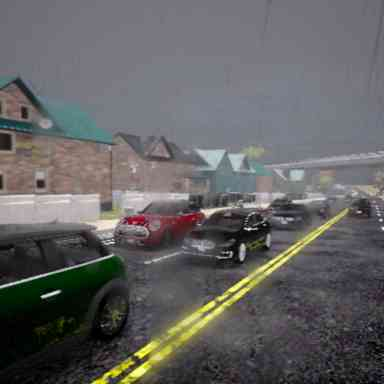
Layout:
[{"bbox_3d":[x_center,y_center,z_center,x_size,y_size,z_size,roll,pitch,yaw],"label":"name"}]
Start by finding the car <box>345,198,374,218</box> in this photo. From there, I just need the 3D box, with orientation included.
[{"bbox_3d":[15.408,1.557,30.474,1.812,1.442,4.674,2,1,29],"label":"car"}]

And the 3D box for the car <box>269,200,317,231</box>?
[{"bbox_3d":[6.256,1.442,20.552,1.812,1.442,4.674,2,1,28],"label":"car"}]

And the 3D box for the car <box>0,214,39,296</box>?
[{"bbox_3d":[-5.502,1.290,5.691,2.128,1.511,4.902,2,1,28],"label":"car"}]

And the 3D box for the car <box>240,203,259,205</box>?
[{"bbox_3d":[3.626,1.433,22.541,1.895,1.301,4.718,2,1,29],"label":"car"}]

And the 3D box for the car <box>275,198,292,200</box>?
[{"bbox_3d":[8.599,1.361,31.647,1.837,1.490,4.892,2,1,29],"label":"car"}]

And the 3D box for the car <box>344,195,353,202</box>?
[{"bbox_3d":[32.889,1.389,69.629,1.837,1.490,4.892,2,1,28],"label":"car"}]

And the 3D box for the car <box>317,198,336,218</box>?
[{"bbox_3d":[11.331,1.488,29.863,2.033,1.411,5.357,2,1,29],"label":"car"}]

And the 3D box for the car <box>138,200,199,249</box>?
[{"bbox_3d":[-1.109,1.166,13.796,2.097,1.767,4.553,2,1,28],"label":"car"}]

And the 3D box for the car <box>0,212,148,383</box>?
[{"bbox_3d":[-2.777,1.234,3.889,2.097,1.767,4.553,2,1,28],"label":"car"}]

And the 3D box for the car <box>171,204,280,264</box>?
[{"bbox_3d":[1.447,1.402,11.703,1.837,1.490,4.892,2,1,28],"label":"car"}]

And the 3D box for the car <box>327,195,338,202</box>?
[{"bbox_3d":[30.015,1.399,71.150,1.895,1.301,4.718,2,1,28],"label":"car"}]
